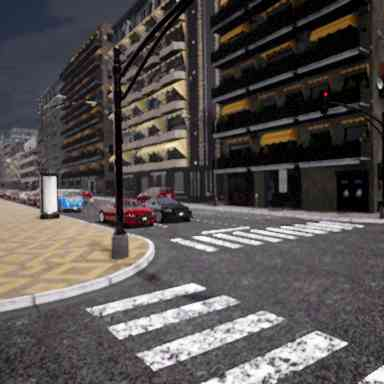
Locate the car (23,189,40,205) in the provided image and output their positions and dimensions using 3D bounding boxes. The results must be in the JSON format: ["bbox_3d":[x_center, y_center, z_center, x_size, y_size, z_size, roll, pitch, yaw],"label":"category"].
[{"bbox_3d":[-16.863,0.699,36.500,1.887,1.381,4.507,0,1,-36],"label":"car"}]

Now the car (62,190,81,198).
[{"bbox_3d":[-19.999,0.298,55.168,1.947,1.339,4.313,0,1,-36],"label":"car"}]

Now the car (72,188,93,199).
[{"bbox_3d":[-16.689,0.258,50.579,1.967,1.590,4.097,0,1,-36],"label":"car"}]

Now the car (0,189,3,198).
[{"bbox_3d":[-33.411,0.270,59.438,1.887,1.381,4.507,0,1,-36],"label":"car"}]

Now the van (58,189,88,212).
[{"bbox_3d":[-10.243,0.667,27.322,1.690,1.788,3.998,0,1,-36],"label":"van"}]

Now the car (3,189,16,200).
[{"bbox_3d":[-26.791,0.337,50.261,1.967,1.590,4.097,0,1,-36],"label":"car"}]

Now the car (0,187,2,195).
[{"bbox_3d":[-43.338,-0.216,73.197,2.192,1.841,5.009,0,1,-36],"label":"car"}]

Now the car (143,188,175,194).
[{"bbox_3d":[-3.450,0.476,32.227,2.192,1.841,5.009,0,1,-36],"label":"car"}]

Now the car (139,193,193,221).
[{"bbox_3d":[-1.764,1.005,19.976,1.994,1.385,4.181,-1,2,-36],"label":"car"}]

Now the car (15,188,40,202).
[{"bbox_3d":[-20.073,0.597,40.950,1.752,1.417,4.829,0,1,-36],"label":"car"}]

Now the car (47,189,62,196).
[{"bbox_3d":[-26.718,0.083,64.481,1.752,1.417,4.829,0,1,-36],"label":"car"}]

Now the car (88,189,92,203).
[{"bbox_3d":[-12.578,0.707,34.974,2.033,1.411,5.357,-1,2,-36],"label":"car"}]

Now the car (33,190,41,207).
[{"bbox_3d":[-13.554,0.785,31.913,1.887,1.381,4.507,0,1,-36],"label":"car"}]

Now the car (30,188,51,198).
[{"bbox_3d":[-21.929,0.121,48.088,1.994,1.385,4.181,-1,2,-36],"label":"car"}]

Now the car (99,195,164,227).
[{"bbox_3d":[-3.625,1.043,18.151,1.887,1.381,4.507,0,1,-36],"label":"car"}]

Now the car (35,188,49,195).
[{"bbox_3d":[-33.237,-0.171,73.517,1.967,1.590,4.097,0,1,-36],"label":"car"}]
